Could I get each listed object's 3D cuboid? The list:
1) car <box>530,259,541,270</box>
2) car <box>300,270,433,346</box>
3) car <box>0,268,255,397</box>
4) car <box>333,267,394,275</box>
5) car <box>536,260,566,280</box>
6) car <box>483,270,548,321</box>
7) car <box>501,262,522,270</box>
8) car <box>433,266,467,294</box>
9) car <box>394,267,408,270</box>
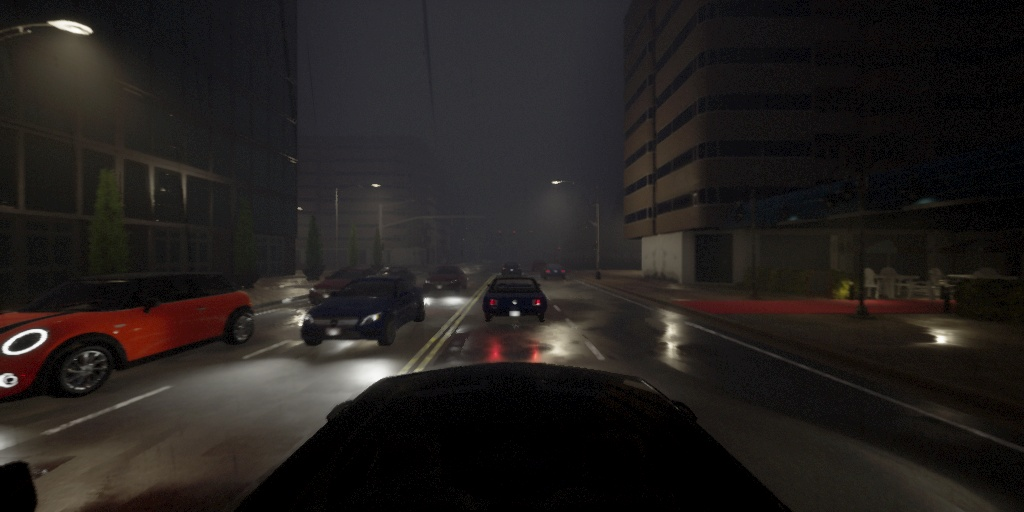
[{"bbox_3d":[3.493,1.181,47.350,1.882,1.535,5.008,0,0,0],"label":"car"},{"bbox_3d":[-3.615,1.278,9.590,1.812,1.442,4.674,0,0,0],"label":"car"},{"bbox_3d":[-7.105,1.107,6.518,2.097,1.767,4.553,0,0,0],"label":"car"},{"bbox_3d":[-7.120,1.280,16.096,1.812,1.442,4.674,0,0,0],"label":"car"},{"bbox_3d":[3.544,1.291,31.501,2.033,1.411,5.357,0,0,0],"label":"car"},{"bbox_3d":[0.084,1.350,12.416,1.895,1.301,4.718,0,0,0],"label":"car"},{"bbox_3d":[-0.086,1.309,35.961,1.994,1.385,4.181,0,0,-2],"label":"car"},{"bbox_3d":[-3.613,1.277,20.202,1.812,1.442,4.674,0,0,0],"label":"car"},{"bbox_3d":[-7.033,1.324,21.224,1.994,1.385,4.181,0,0,0],"label":"car"}]
